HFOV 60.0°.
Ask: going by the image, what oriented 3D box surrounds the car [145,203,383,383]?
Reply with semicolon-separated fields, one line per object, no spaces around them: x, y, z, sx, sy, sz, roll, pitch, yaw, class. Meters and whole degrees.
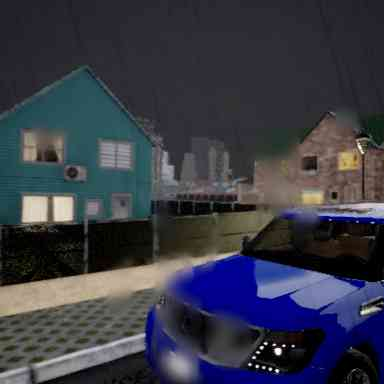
2.139;1.207;4.596;5.566;2.045;2.150;0;0;-35;car
